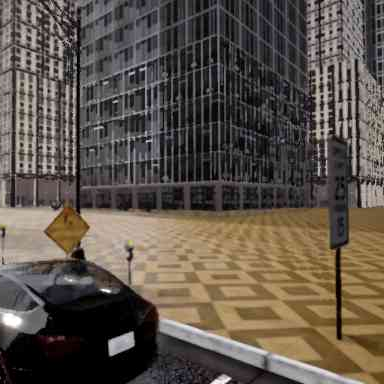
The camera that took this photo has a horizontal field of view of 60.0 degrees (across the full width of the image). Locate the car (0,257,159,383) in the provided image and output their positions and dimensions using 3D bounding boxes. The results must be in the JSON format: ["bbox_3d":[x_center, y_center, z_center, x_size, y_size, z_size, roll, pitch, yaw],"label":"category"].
[{"bbox_3d":[-2.354,1.625,4.784,4.313,1.339,1.947,0,-2,39],"label":"car"}]

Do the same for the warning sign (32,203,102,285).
[{"bbox_3d":[-3.174,1.221,8.478,1.060,1.860,1.300,-1,-1,39],"label":"warning sign"}]
